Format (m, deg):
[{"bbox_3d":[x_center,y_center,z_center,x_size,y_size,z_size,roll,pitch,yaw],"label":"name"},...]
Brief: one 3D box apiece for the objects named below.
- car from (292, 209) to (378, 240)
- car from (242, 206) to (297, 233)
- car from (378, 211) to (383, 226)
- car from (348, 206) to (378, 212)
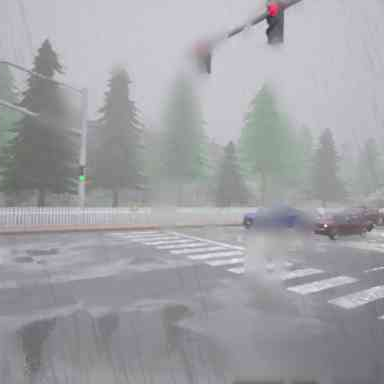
[{"bbox_3d":[8.025,1.830,18.490,4.718,1.301,1.895,2,0,-35],"label":"car"},{"bbox_3d":[5.358,1.610,20.871,5.008,1.535,1.882,2,0,-35],"label":"car"},{"bbox_3d":[15.566,2.099,23.700,4.718,1.301,1.895,2,0,-34],"label":"car"},{"bbox_3d":[13.235,1.890,26.294,5.008,1.535,1.882,2,0,-34],"label":"car"}]
